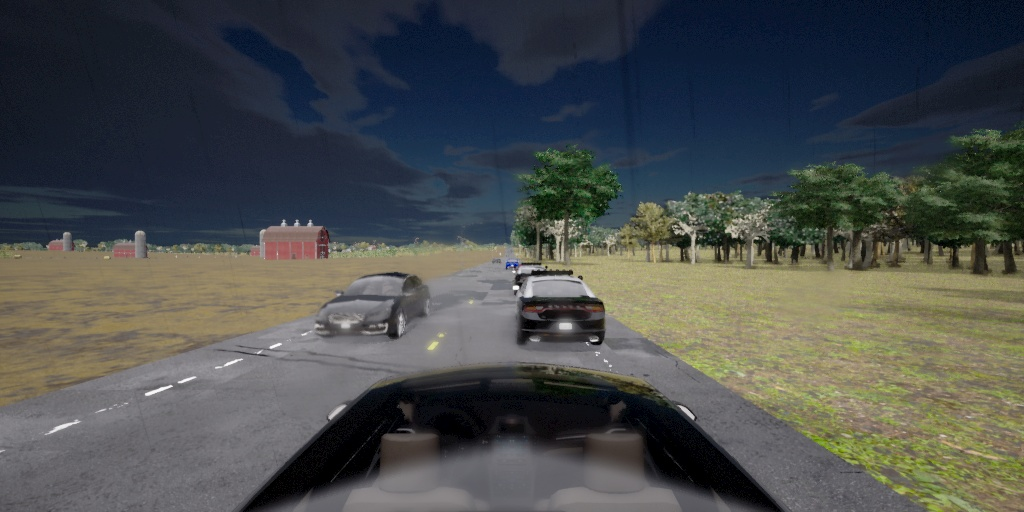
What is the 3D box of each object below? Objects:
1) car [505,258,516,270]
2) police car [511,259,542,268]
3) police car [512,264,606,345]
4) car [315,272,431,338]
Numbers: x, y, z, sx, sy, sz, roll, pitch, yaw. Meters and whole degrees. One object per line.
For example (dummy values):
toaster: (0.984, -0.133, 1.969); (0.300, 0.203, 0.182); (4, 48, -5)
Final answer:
car: (0.071, 1.147, 51.655); (1.882, 1.535, 5.008); (0, 0, 0)
police car: (1.053, 1.164, 19.613); (1.930, 1.638, 5.238); (0, 0, 0)
police car: (1.052, 1.171, 9.612); (1.930, 1.638, 5.238); (0, 0, 0)
car: (-3.599, 1.250, 10.182); (1.837, 1.490, 4.892); (0, 0, 0)
